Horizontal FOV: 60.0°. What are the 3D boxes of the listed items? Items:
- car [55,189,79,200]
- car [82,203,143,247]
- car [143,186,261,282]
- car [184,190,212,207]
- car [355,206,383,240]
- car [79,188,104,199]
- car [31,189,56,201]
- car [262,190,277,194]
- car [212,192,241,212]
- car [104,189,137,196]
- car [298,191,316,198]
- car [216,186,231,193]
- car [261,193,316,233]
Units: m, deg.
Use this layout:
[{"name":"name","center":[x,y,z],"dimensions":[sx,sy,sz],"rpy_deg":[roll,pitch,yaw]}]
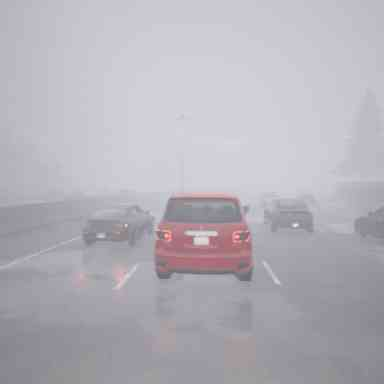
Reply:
[{"name":"car","center":[-15.005,0.342,43.781],"dimensions":[2.033,1.411,5.357],"rpy_deg":[0,2,16]},{"name":"car","center":[-2.737,1.163,13.050],"dimensions":[1.812,1.442,4.674],"rpy_deg":[0,2,5]},{"name":"car","center":[0.426,0.967,9.156],"dimensions":[2.150,2.045,5.566],"rpy_deg":[0,2,5]},{"name":"car","center":[0.705,0.569,33.907],"dimensions":[1.837,1.490,4.892],"rpy_deg":[0,2,13]},{"name":"car","center":[7.726,1.184,12.262],"dimensions":[1.812,1.442,4.674],"rpy_deg":[0,2,5]},{"name":"car","center":[-11.733,0.312,42.332],"dimensions":[1.882,1.535,5.008],"rpy_deg":[0,2,16]},{"name":"car","center":[-18.609,0.339,43.889],"dimensions":[2.033,1.411,5.357],"rpy_deg":[0,2,15]},{"name":"car","center":[7.829,0.551,33.552],"dimensions":[1.882,1.535,5.008],"rpy_deg":[0,2,14]},{"name":"car","center":[3.099,0.752,28.802],"dimensions":[2.033,1.411,5.357],"rpy_deg":[0,2,12]},{"name":"car","center":[-8.462,0.373,41.072],"dimensions":[1.837,1.490,4.892],"rpy_deg":[0,2,16]},{"name":"car","center":[11.443,0.598,33.597],"dimensions":[1.812,1.442,4.674],"rpy_deg":[0,2,14]},{"name":"car","center":[7.477,-0.657,78.430],"dimensions":[1.812,1.442,4.674],"rpy_deg":[1,2,31]},{"name":"car","center":[4.662,1.050,16.475],"dimensions":[1.837,1.490,4.892],"rpy_deg":[0,2,7]}]
